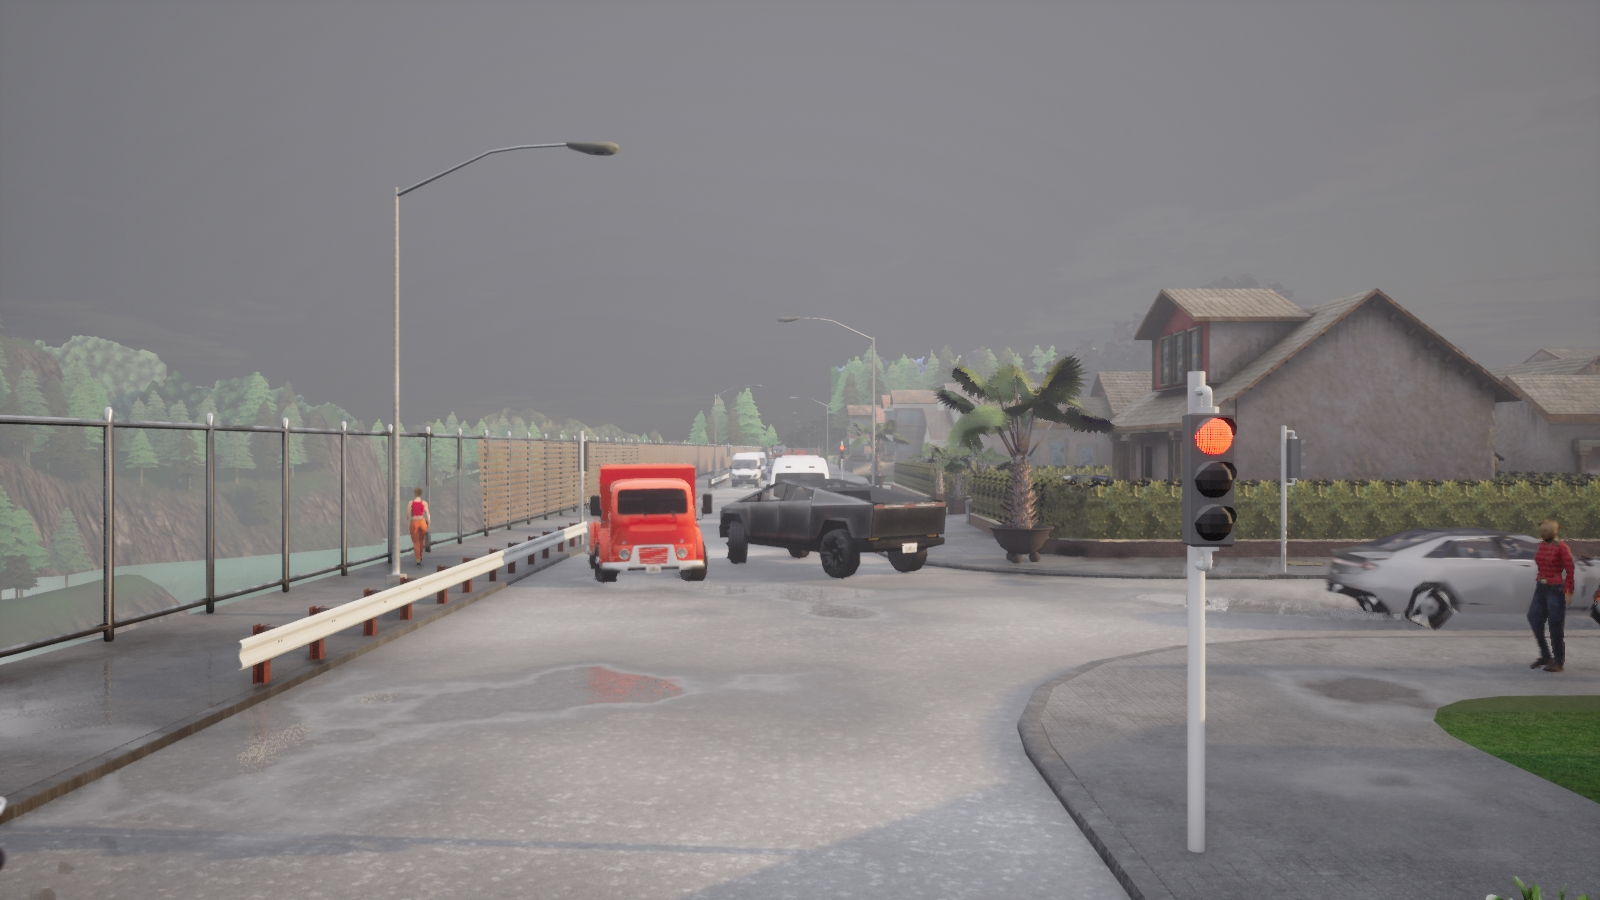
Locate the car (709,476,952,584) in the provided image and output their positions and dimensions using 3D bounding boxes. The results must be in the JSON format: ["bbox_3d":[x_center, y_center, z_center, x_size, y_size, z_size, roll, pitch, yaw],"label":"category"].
[{"bbox_3d":[0.520,1.736,26.916,2.390,2.098,6.274,0,0,-36],"label":"car"}]

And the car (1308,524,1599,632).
[{"bbox_3d":[11.165,2.035,18.550,4.902,1.511,2.128,0,0,1],"label":"car"}]

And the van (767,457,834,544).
[{"bbox_3d":[0.006,1.511,36.872,1.988,2.561,5.915,0,0,0],"label":"van"}]

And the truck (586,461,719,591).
[{"bbox_3d":[-3.437,1.544,25.592,2.627,2.467,5.204,-1,1,-11],"label":"truck"}]

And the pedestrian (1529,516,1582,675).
[{"bbox_3d":[9.097,1.736,13.756,0.375,1.860,0.375,0,0,-9],"label":"pedestrian"}]

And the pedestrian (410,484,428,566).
[{"bbox_3d":[-8.784,1.728,26.336,0.375,1.860,0.375,0,0,-17],"label":"pedestrian"}]

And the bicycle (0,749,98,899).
[{"bbox_3d":[-3.987,2.154,5.043,0.859,1.276,1.487,0,0,0],"label":"bicycle"}]
